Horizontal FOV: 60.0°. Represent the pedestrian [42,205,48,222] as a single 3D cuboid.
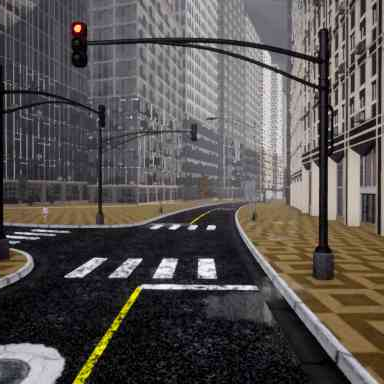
[{"bbox_3d":[-9.297,1.344,21.052,0.500,1.100,0.500,0,0,17],"label":"pedestrian"}]
